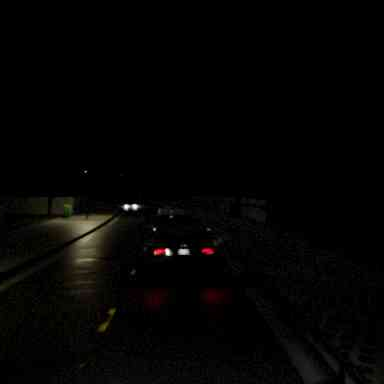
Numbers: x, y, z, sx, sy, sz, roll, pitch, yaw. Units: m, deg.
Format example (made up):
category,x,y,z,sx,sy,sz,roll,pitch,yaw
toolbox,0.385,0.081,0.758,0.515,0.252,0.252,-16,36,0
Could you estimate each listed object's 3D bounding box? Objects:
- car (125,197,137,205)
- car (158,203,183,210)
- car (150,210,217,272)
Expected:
category,x,y,z,sx,sy,sz,roll,pitch,yaw
car,-10.713,1.552,58.208,1.895,1.301,4.718,0,0,-14
car,-1.821,1.572,27.346,1.895,1.301,4.718,0,0,-7
car,-0.325,1.536,10.778,2.033,1.411,5.357,0,0,-3
